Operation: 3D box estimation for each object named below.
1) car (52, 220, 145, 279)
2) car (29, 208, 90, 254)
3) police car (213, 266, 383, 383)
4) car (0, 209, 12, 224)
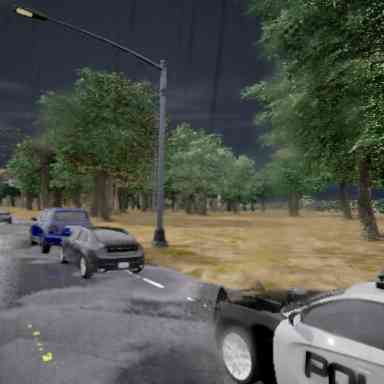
[{"bbox_3d":[-3.341,1.958,11.779,1.837,1.490,4.892,3,-3,-34],"label":"car"},{"bbox_3d":[-6.694,1.820,16.799,2.150,2.045,5.566,3,-3,-34],"label":"car"},{"bbox_3d":[2.169,1.639,3.567,1.930,1.638,5.238,3,-3,-34],"label":"police car"},{"bbox_3d":[-20.193,2.575,35.098,2.128,1.511,4.902,3,-3,-33],"label":"car"}]
